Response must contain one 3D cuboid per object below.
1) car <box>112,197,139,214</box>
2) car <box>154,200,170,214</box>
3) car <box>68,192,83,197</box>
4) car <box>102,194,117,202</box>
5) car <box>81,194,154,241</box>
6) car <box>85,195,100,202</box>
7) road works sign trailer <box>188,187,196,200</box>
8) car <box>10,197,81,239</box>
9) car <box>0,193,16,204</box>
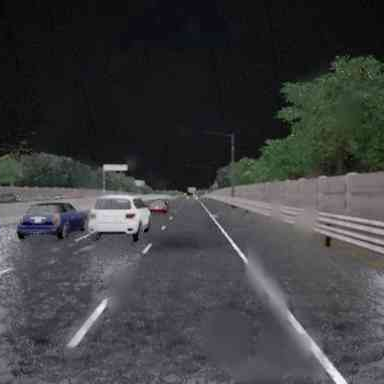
[{"bbox_3d":[-6.900,1.373,35.088,1.882,1.535,5.008,0,0,0],"label":"car"},{"bbox_3d":[-3.400,1.462,34.257,1.994,1.385,4.181,0,0,0],"label":"car"},{"bbox_3d":[-24.501,1.078,70.365,2.150,2.045,5.566,0,0,0],"label":"car"},{"bbox_3d":[-17.501,1.307,70.810,1.882,1.535,5.008,0,0,0],"label":"car"},{"bbox_3d":[-3.399,1.174,16.514,2.150,2.045,5.566,0,0,0],"label":"car"},{"bbox_3d":[-21.001,1.353,70.394,1.837,1.490,4.892,0,0,0],"label":"car"},{"bbox_3d":[0.003,0.380,94.564,2.380,3.560,2.880,0,0,0],"label":"road works sign trailer"},{"bbox_3d":[-6.900,1.303,17.021,2.097,1.767,4.553,0,0,0],"label":"car"},{"bbox_3d":[-17.596,1.135,29.292,2.150,2.045,5.566,0,0,0],"label":"car"}]
